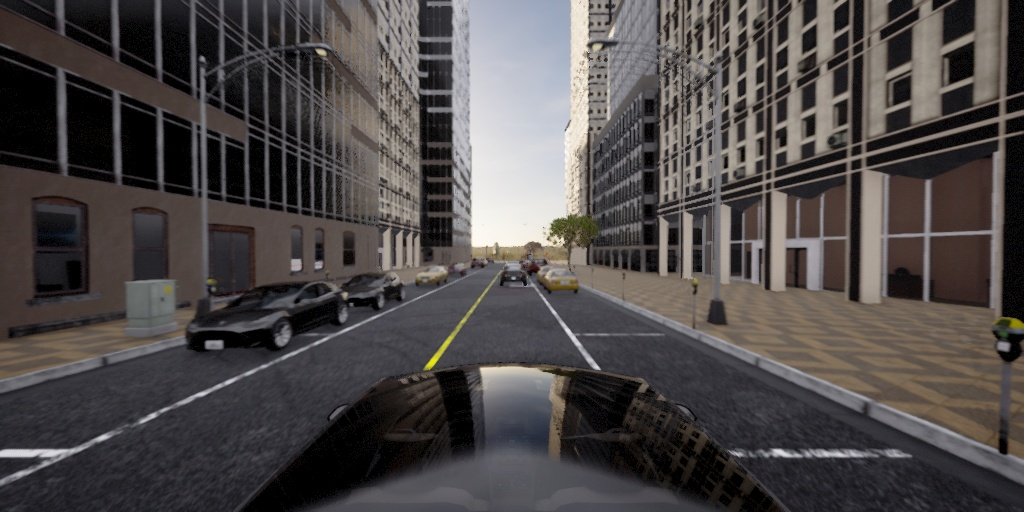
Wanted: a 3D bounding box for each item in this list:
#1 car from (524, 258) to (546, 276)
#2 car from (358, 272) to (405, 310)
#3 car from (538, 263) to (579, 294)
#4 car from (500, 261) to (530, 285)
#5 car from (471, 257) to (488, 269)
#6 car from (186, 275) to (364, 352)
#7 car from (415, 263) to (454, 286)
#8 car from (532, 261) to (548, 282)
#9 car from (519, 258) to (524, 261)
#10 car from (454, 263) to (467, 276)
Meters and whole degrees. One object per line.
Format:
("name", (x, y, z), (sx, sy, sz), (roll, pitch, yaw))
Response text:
("car", (2.696, 1.108, 37.354), (2.192, 1.841, 5.009), (0, 0, 0))
("car", (-5.687, 1.335, 14.710), (1.948, 1.339, 4.313), (0, 0, 0))
("car", (2.694, 1.302, 20.499), (1.751, 1.417, 4.829), (0, 0, 0))
("car", (0.104, 1.309, 26.110), (1.812, 1.442, 4.674), (0, 0, 0))
("car", (-5.682, 1.116, 60.107), (2.192, 1.841, 5.009), (0, 0, 0))
("car", (-5.688, 1.328, 9.035), (1.948, 1.339, 4.313), (0, 0, 0))
("car", (-5.686, 1.308, 25.889), (1.751, 1.417, 4.829), (0, 0, 0))
("car", (2.695, 1.308, 26.173), (1.751, 1.417, 4.829), (0, 0, 0))
("car", (0.107, 1.347, 47.343), (2.033, 1.411, 5.357), (0, 0, 0))
("car", (-5.685, 1.376, 37.408), (1.802, 1.307, 4.207), (0, 0, 0))
